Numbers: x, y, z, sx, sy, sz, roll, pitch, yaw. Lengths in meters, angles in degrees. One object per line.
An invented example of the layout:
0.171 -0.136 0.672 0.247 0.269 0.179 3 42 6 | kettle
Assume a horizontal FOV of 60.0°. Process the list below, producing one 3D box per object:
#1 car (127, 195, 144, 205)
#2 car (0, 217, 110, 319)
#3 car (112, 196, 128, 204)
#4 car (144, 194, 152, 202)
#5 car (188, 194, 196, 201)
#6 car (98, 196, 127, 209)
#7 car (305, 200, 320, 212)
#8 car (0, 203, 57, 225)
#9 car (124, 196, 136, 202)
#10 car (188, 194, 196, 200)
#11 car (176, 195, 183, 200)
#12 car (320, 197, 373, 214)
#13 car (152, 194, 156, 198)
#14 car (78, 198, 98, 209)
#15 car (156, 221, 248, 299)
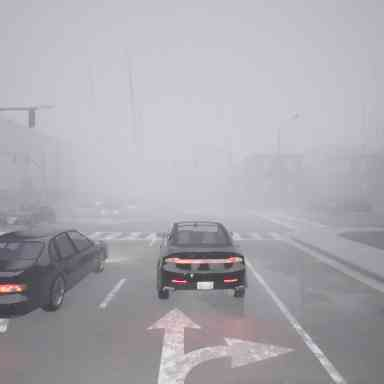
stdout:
-10.560 1.491 60.143 2.128 1.511 4.902 0 0 0 | car
-3.430 1.547 7.684 2.033 1.411 5.357 0 0 0 | car
-14.015 1.548 65.158 2.033 1.411 5.357 0 0 0 | car
-10.489 1.478 72.979 1.882 1.535 5.008 0 0 0 | car
0.013 1.500 82.502 1.837 1.490 4.892 0 0 0 | car
-10.591 1.351 44.419 2.097 1.767 4.553 0 0 0 | car
15.718 1.492 38.745 4.902 1.511 2.128 0 0 0 | car
-10.596 1.491 21.915 2.128 1.511 4.902 0 0 0 | car
-13.989 1.552 75.069 1.994 1.385 4.181 0 0 0 | car
0.014 1.355 92.893 2.097 1.767 4.553 0 0 0 | car
-3.486 1.524 92.909 1.812 1.442 4.674 0 0 0 | car
16.546 1.352 35.245 4.553 1.767 2.097 0 0 0 | car
-10.487 1.093 88.094 1.882 1.535 5.008 0 0 0 | car
-14.091 1.548 46.087 2.033 1.411 5.357 0 0 0 | car
0.116 1.492 8.488 2.128 1.511 4.902 0 0 -3 | car
